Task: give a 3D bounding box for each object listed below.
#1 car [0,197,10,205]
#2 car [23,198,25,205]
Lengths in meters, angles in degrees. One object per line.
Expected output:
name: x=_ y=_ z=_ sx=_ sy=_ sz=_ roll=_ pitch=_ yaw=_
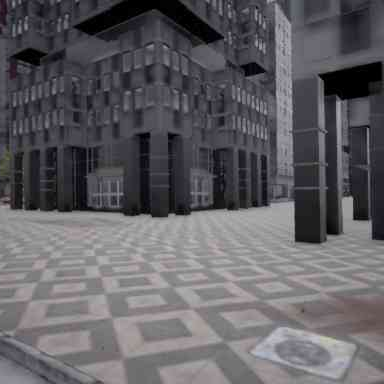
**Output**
car: x=-36.123 y=1.709 z=64.766 sx=1.967 sy=1.590 sz=4.097 roll=-1 pitch=0 yaw=35
car: x=-29.109 y=1.698 z=59.920 sx=1.947 sy=1.339 sz=4.313 roll=-1 pitch=0 yaw=35
